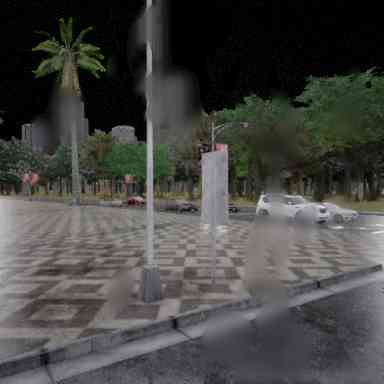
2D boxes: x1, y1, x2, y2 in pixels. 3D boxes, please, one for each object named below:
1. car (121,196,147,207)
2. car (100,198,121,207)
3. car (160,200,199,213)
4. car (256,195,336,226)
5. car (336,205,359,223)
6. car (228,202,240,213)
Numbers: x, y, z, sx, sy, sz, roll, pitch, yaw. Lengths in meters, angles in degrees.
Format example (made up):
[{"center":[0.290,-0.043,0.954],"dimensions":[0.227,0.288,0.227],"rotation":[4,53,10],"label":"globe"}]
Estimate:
[{"center":[-8.582,1.431,51.613],"dimensions":[1.882,1.535,5.008],"rotation":[0,0,-38],"label":"car"},{"center":[-12.445,1.619,51.322],"dimensions":[1.895,1.301,4.718],"rotation":[0,0,-38],"label":"car"},{"center":[-1.490,1.544,36.620],"dimensions":[2.033,1.411,5.357],"rotation":[0,0,-36],"label":"car"},{"center":[7.202,1.232,24.373],"dimensions":[2.150,2.045,5.566],"rotation":[0,0,-35],"label":"car"},{"center":[10.318,1.522,25.586],"dimensions":[1.812,1.442,4.674],"rotation":[0,0,-34],"label":"car"},{"center":[3.147,1.548,35.706],"dimensions":[1.994,1.385,4.181],"rotation":[0,0,-36],"label":"car"}]
